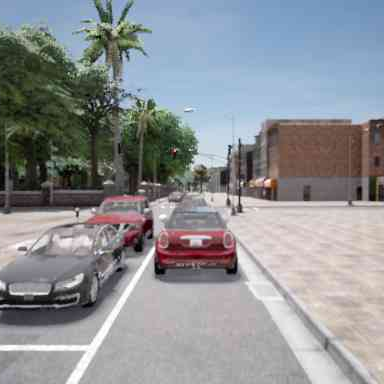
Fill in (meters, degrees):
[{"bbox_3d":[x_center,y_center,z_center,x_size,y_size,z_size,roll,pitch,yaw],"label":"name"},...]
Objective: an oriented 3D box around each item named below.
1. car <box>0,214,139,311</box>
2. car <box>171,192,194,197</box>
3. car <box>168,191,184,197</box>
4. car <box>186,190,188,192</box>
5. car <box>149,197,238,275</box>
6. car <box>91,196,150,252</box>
[{"bbox_3d":[-2.638,1.431,7.549,2.008,1.369,4.403,0,1,0],"label":"car"},{"bbox_3d":[0.076,1.050,19.857,2.097,1.767,4.553,0,1,0],"label":"car"},{"bbox_3d":[-2.636,0.740,51.156,1.967,1.590,4.097,0,1,0],"label":"car"},{"bbox_3d":[-2.634,0.557,79.599,2.008,1.369,4.403,0,1,0],"label":"car"},{"bbox_3d":[0.099,1.193,10.084,2.097,1.767,4.553,0,1,0],"label":"car"},{"bbox_3d":[-2.638,1.112,13.008,2.192,1.841,5.009,0,1,0],"label":"car"}]
